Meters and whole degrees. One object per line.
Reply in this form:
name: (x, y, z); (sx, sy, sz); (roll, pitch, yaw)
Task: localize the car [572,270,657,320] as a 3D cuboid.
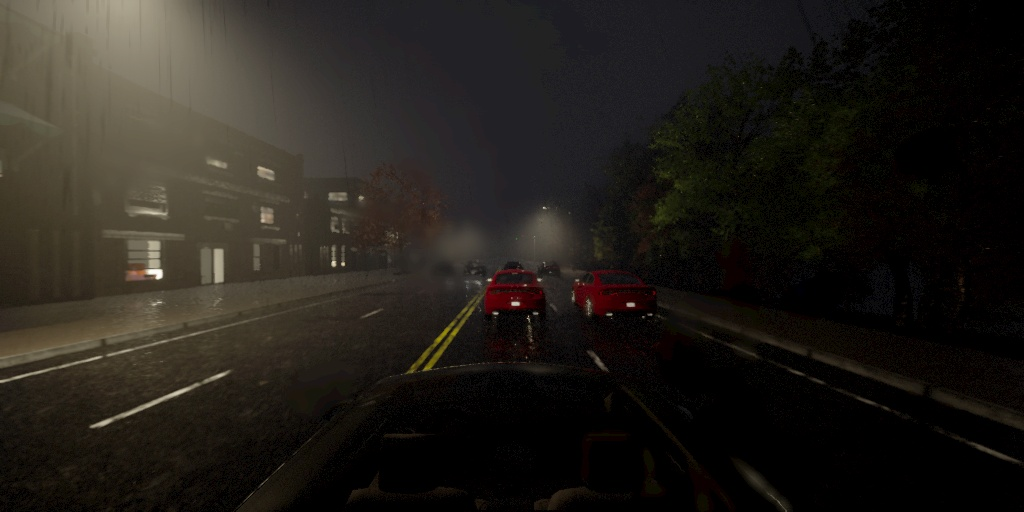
car: (3.357, 1.226, 12.592); (1.882, 1.535, 5.008); (0, 0, 0)

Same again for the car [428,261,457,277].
car: (-6.612, 1.271, 35.465); (1.812, 1.442, 4.674); (0, 0, 0)

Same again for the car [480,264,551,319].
car: (0.107, 1.226, 12.801); (1.882, 1.535, 5.008); (0, 0, 0)

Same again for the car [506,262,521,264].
car: (0.101, 1.250, 32.603); (1.837, 1.490, 4.892); (0, 0, 0)

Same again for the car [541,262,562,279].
car: (3.352, 1.236, 32.259); (2.128, 1.511, 4.902); (0, 0, 0)

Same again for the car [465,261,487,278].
car: (-3.358, 1.237, 34.255); (2.128, 1.511, 4.902); (0, 0, 0)
